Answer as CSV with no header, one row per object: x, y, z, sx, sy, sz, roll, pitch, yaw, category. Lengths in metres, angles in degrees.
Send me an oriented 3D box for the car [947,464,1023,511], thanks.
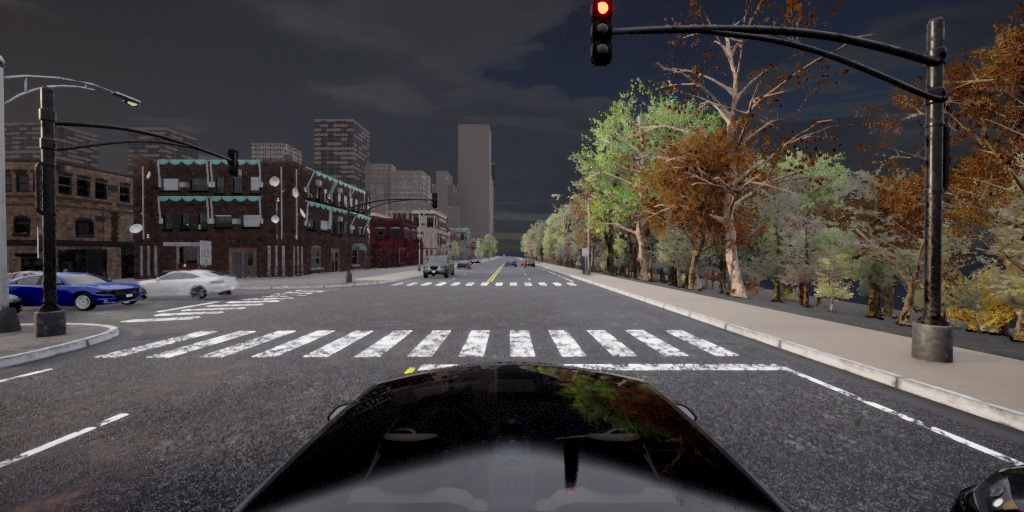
3.364,1.314,0.164,1.994,1.385,4.181,0,0,-1,car

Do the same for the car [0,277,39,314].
-20.000,1.565,12.480,4.313,1.339,1.948,0,0,0,car

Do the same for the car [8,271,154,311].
-18.753,1.435,15.196,5.008,1.535,1.882,-1,1,-1,car

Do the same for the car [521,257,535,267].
3.041,1.231,63.203,1.837,1.490,4.892,0,0,0,car

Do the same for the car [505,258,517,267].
-0.214,1.078,63.986,2.097,1.767,4.553,0,0,0,car

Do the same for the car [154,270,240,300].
-16.524,1.429,18.214,4.674,1.442,1.812,-1,1,-1,car

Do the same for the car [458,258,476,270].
-6.847,1.279,51.678,2.033,1.411,5.357,0,0,0,car

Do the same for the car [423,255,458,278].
-6.759,0.954,33.653,2.150,2.045,5.566,0,1,0,car
